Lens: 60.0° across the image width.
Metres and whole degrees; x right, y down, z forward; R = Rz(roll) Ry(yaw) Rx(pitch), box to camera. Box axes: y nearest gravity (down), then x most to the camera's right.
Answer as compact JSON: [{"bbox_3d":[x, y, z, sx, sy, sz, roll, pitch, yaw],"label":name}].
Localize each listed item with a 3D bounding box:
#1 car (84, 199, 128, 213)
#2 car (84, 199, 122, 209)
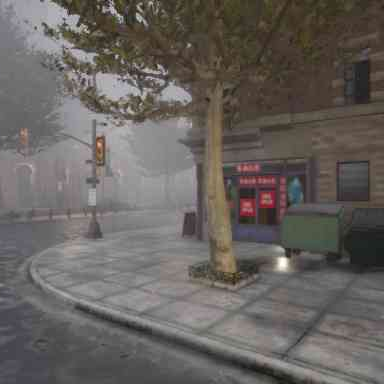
[{"bbox_3d":[-9.480,1.546,37.321,2.033,1.411,5.357,0,0,36],"label":"car"},{"bbox_3d":[-12.005,1.594,45.138,1.895,1.301,4.718,0,0,36],"label":"car"}]
